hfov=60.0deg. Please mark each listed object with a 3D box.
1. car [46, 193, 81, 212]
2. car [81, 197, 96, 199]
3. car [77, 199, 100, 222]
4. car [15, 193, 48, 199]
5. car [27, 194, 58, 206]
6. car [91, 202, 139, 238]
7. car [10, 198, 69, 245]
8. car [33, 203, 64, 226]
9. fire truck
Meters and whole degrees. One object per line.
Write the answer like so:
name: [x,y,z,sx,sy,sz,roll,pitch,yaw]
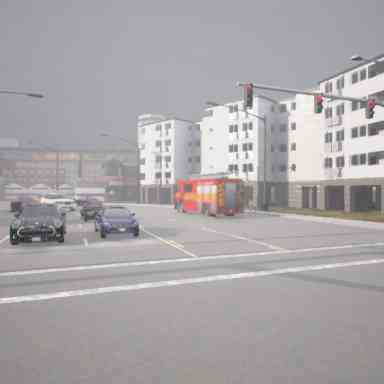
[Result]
car: [-14.915,1.142,37.016,2.150,2.045,5.566,0,0,-43]
car: [-14.982,1.389,46.714,4.902,1.511,2.128,0,0,38]
car: [-7.490,1.520,25.852,1.994,1.385,4.181,0,0,-25]
car: [-16.817,1.277,33.824,2.097,1.767,4.553,0,0,-43]
car: [-23.531,1.226,52.352,4.553,1.767,2.097,0,0,25]
car: [-4.130,1.505,17.819,1.812,1.442,4.674,0,0,-22]
car: [-7.061,1.333,15.622,2.097,1.767,4.553,0,0,-19]
car: [-10.396,1.558,23.978,1.895,1.301,4.718,0,0,-25]
fire truck: [1.335,0.296,31.682,2.891,3.827,8.468,1,0,-28]
